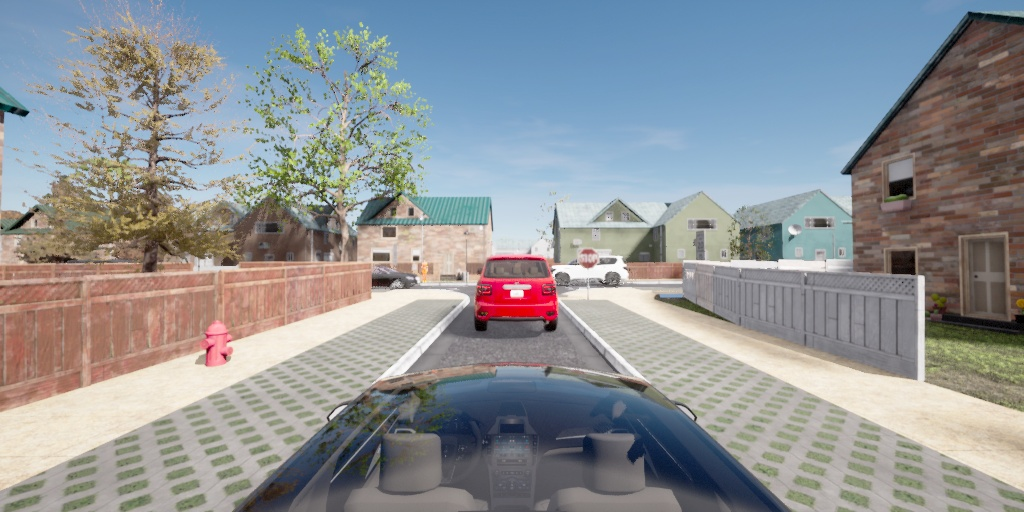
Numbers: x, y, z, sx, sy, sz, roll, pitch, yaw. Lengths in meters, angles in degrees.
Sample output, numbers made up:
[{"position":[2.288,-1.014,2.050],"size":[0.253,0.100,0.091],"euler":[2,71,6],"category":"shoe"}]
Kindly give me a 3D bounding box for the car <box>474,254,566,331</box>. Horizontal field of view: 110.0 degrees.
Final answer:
[{"position":[0.077,0.972,11.086],"size":[2.150,2.045,5.566],"euler":[0,0,-1],"category":"car"}]

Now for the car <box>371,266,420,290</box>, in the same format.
[{"position":[-8.072,1.327,21.606],"size":[4.902,1.511,2.128],"euler":[-1,-1,1],"category":"car"}]

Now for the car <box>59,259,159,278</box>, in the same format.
[{"position":[-23.966,1.229,21.825],"size":[5.566,2.045,2.150],"euler":[-1,-1,1],"category":"car"}]

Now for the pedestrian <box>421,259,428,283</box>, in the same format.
[{"position":[-6.704,1.108,27.456],"size":[0.375,1.860,0.375],"euler":[0,-1,1],"category":"pedestrian"}]

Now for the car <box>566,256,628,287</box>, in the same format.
[{"position":[5.007,1.009,24.388],"size":[5.566,2.045,2.150],"euler":[0,-1,1],"category":"car"}]
